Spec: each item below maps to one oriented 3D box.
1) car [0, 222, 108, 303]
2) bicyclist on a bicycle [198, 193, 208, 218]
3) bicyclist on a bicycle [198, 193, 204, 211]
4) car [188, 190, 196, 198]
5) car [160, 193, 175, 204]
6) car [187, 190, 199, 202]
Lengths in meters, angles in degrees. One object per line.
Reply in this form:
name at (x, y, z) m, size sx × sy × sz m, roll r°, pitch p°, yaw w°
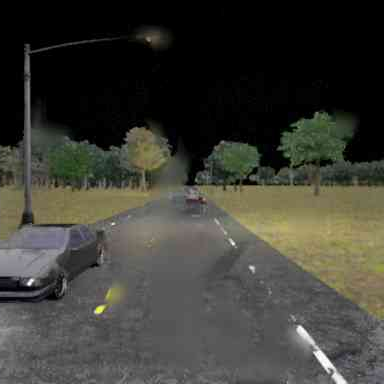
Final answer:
car at (-3.598, 1.522, 8.539) m, size 2.033 × 1.411 × 5.357 m, roll 0°, pitch 0°, yaw 0°
bicyclist on a bicycle at (0.963, 1.176, 26.469) m, size 0.659 × 1.776 × 1.843 m, roll 0°, pitch 1°, yaw 0°
bicyclist on a bicycle at (0.966, 1.022, 35.435) m, size 0.659 × 1.776 × 1.843 m, roll 0°, pitch 1°, yaw 0°
car at (0.013, 0.388, 74.140) m, size 1.882 × 1.535 × 5.008 m, roll 0°, pitch 1°, yaw 0°
car at (-3.568, 0.908, 49.600) m, size 1.837 × 1.490 × 4.892 m, roll 0°, pitch 1°, yaw 0°
car at (0.101, 0.853, 55.861) m, size 1.994 × 1.385 × 4.181 m, roll 0°, pitch 1°, yaw 0°
